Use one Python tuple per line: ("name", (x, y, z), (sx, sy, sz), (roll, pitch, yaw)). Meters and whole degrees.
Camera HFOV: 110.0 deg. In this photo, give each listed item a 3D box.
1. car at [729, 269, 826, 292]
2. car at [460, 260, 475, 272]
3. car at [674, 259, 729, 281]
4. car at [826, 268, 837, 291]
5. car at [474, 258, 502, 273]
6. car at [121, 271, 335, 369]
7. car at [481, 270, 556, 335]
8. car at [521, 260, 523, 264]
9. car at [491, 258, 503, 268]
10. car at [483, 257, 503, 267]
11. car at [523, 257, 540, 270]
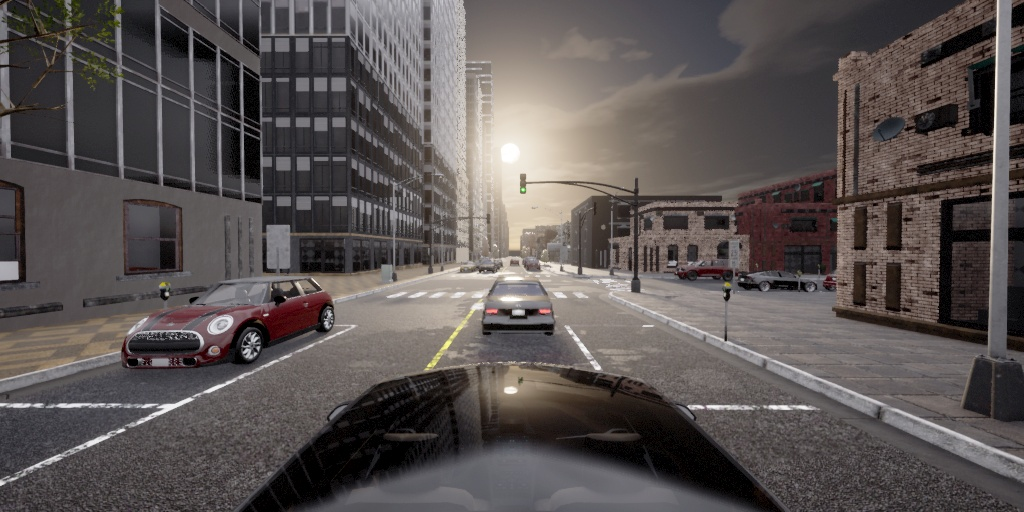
("car", (16.548, 1.546, 22.501), (4.313, 1.339, 1.948), (0, 0, 1))
("car", (-5.538, 1.265, 45.552), (1.751, 1.417, 4.829), (0, 0, 0))
("car", (16.710, 1.164, 30.879), (5.009, 1.841, 2.192), (0, 0, 1))
("car", (22.095, 1.473, 22.393), (4.097, 1.591, 1.967), (0, 0, 1))
("car", (-2.800, 1.287, 43.339), (2.033, 1.411, 5.357), (0, 0, 4))
("car", (-5.654, 1.188, 7.774), (1.967, 1.591, 4.097), (0, 0, 0))
("car", (0.158, 1.295, 10.464), (2.033, 1.411, 5.357), (0, 0, 0))
("car", (3.094, 1.051, 62.542), (2.192, 1.841, 5.009), (0, 0, 0))
("car", (-2.639, 1.214, 64.550), (1.882, 1.535, 5.008), (0, 0, 1))
("car", (-2.748, 1.229, 53.755), (2.128, 1.511, 4.902), (0, 0, 1))
("car", (3.019, 1.178, 51.254), (1.967, 1.591, 4.097), (0, 0, 0))
